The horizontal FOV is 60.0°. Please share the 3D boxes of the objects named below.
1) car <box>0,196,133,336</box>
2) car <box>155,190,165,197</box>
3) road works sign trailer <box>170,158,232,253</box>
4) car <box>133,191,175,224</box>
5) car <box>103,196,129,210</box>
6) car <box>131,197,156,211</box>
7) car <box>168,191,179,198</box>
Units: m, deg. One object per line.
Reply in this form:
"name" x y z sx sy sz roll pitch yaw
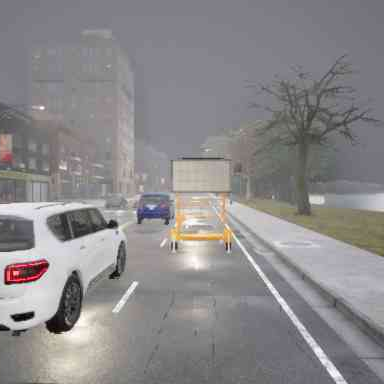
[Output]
"car" -2.941 1.215 6.939 2.150 2.045 5.566 0 0 1
"car" -7.687 0.366 79.743 1.882 1.535 5.008 0 1 1
"road works sign trailer" 0.376 0.422 13.475 2.380 3.560 2.880 0 0 2
"car" -2.509 1.101 23.878 2.150 2.045 5.566 0 1 1
"car" -8.824 1.252 39.038 1.837 1.490 4.892 0 1 1
"car" -5.581 1.296 38.800 2.033 1.411 5.357 0 1 1
"car" -4.428 0.562 80.050 2.128 1.511 4.902 0 1 1
